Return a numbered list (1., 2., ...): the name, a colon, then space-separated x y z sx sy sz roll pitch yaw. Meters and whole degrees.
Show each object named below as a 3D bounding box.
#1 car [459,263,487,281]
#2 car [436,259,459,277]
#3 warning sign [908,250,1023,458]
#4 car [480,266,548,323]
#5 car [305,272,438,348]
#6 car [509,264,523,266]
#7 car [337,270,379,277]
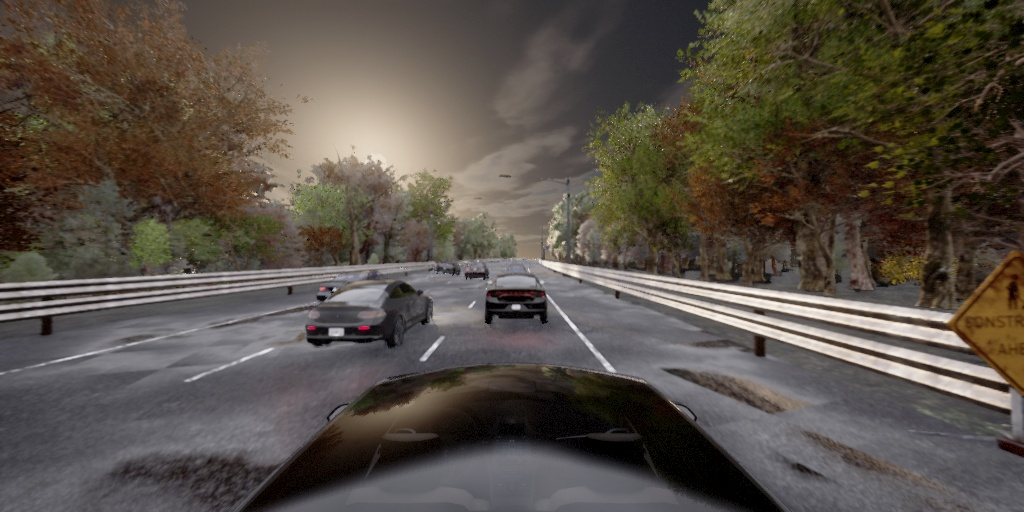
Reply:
1. car: -3.015 1.350 31.249 2.033 1.411 5.357 -2 -5 -1
2. car: -6.348 1.159 36.568 2.128 1.511 4.902 12 -4 1
3. warning sign: 4.550 0.874 3.191 1.300 1.860 1.060 0 0 0
4. car: 0.136 1.279 12.459 1.882 1.535 5.008 0 0 0
5. car: -3.390 1.311 9.257 1.812 1.442 4.674 0 0 0
6. car: 0.368 1.428 31.167 2.033 1.411 5.357 0 0 1
7. car: -6.829 1.366 16.547 2.033 1.411 5.357 0 0 1
